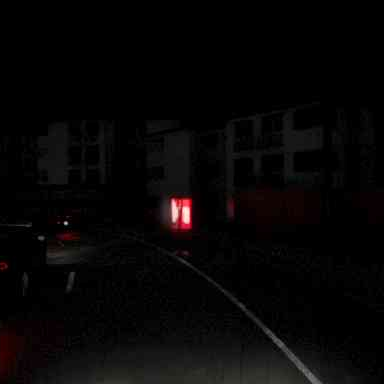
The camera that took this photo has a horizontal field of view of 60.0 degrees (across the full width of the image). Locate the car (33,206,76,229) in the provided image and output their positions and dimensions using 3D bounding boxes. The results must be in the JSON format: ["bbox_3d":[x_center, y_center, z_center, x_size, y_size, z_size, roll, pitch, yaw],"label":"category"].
[{"bbox_3d":[-9.712,1.777,23.193,1.837,1.490,4.892,0,-1,-42],"label":"car"}]

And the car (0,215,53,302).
[{"bbox_3d":[-4.890,1.586,8.279,1.882,1.535,5.008,0,-1,-16],"label":"car"}]
